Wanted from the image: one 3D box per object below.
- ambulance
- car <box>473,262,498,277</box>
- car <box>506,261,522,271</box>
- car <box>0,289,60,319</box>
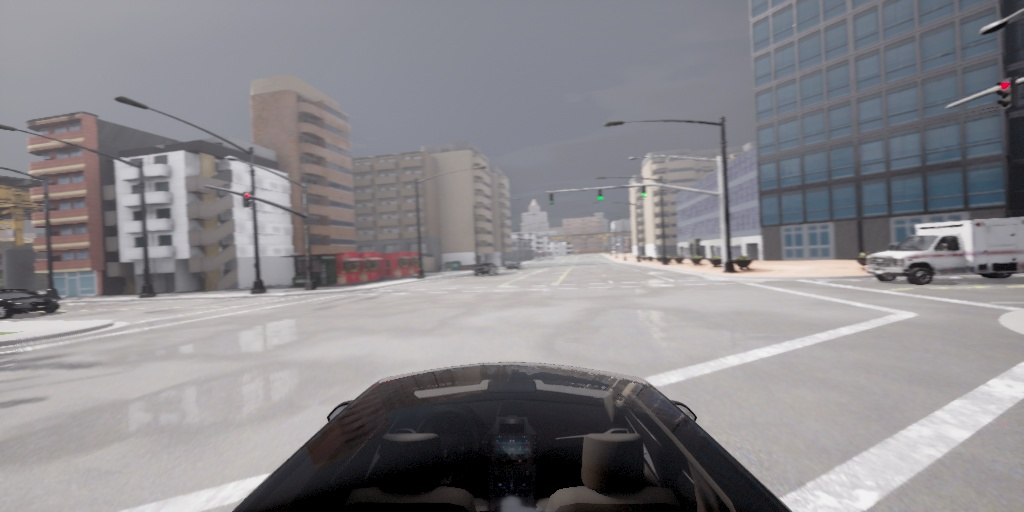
[{"bbox_3d":[18.198,-0.194,14.145,6.366,2.431,2.351,-3,0,11],"label":"ambulance"},{"bbox_3d":[-2.885,1.465,40.371,1.837,1.490,4.892,-3,-1,11],"label":"car"},{"bbox_3d":[0.348,1.537,56.765,1.994,1.385,4.181,-3,-1,11],"label":"car"},{"bbox_3d":[-27.728,2.606,19.780,4.892,1.490,1.837,-3,0,12],"label":"car"}]
